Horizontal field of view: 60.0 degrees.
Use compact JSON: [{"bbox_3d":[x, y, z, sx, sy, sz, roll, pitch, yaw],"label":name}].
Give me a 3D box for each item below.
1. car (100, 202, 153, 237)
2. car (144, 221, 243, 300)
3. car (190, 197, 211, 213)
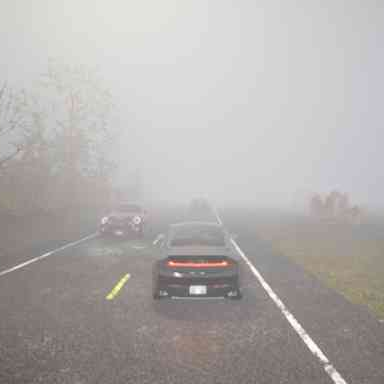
[{"bbox_3d":[-3.403,1.353,17.998,2.097,1.767,4.553,0,0,1],"label":"car"},{"bbox_3d":[0.137,1.504,8.369,1.837,1.490,4.892,0,0,1],"label":"car"},{"bbox_3d":[0.985,1.364,37.446,2.097,1.767,4.553,0,0,4],"label":"car"}]
